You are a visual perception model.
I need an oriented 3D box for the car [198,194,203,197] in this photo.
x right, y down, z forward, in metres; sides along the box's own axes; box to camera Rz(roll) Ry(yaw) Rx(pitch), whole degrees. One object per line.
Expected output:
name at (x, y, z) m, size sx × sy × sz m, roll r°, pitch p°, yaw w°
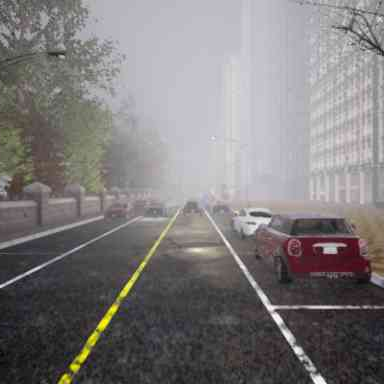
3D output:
car at (0.118, 1.433, 47.776) m, size 2.033 × 1.411 × 5.357 m, roll 0°, pitch 0°, yaw 0°

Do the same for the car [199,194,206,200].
car at (2.757, 1.269, 88.361) m, size 1.967 × 1.590 × 4.097 m, roll 0°, pitch 0°, yaw 0°

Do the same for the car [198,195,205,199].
car at (2.760, 1.406, 93.992) m, size 1.802 × 1.307 × 4.206 m, roll 0°, pitch 0°, yaw 0°

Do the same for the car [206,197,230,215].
car at (2.715, 1.469, 32.038) m, size 2.008 × 1.369 × 4.403 m, roll 0°, pitch 0°, yaw 0°

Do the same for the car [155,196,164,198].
car at (-5.653, 1.428, 48.941) m, size 1.887 × 1.381 × 4.507 m, roll 0°, pitch 0°, yaw 0°

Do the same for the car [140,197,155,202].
car at (-5.661, 1.451, 37.677) m, size 1.887 × 1.381 × 4.507 m, roll 0°, pitch 0°, yaw 0°

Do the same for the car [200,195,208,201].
car at (2.749, 1.424, 77.096) m, size 1.802 × 1.307 × 4.206 m, roll 0°, pitch 0°, yaw 0°

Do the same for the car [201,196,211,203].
car at (2.740, 1.439, 65.831) m, size 1.802 × 1.307 × 4.206 m, roll 0°, pitch 0°, yaw 0°

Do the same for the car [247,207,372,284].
car at (3.120, 1.325, 9.628) m, size 2.097 × 1.767 × 4.553 m, roll 0°, pitch 0°, yaw 0°

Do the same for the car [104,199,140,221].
car at (-5.670, 1.476, 26.412) m, size 1.887 × 1.381 × 4.507 m, roll 0°, pitch 0°, yaw 0°

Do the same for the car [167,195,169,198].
car at (-5.645, 1.391, 60.036) m, size 1.752 × 1.417 × 4.829 m, roll 0°, pitch 0°, yaw 0°

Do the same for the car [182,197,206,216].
car at (0.081, 1.445, 31.403) m, size 1.812 × 1.442 × 4.674 m, roll 0°, pitch 0°, yaw 1°

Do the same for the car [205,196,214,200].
car at (2.719, 1.487, 37.671) m, size 1.802 × 1.307 × 4.206 m, roll 0°, pitch 0°, yaw 0°

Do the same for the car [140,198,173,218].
car at (-3.073, 1.488, 29.594) m, size 1.994 × 1.385 × 4.181 m, roll 0°, pitch 0°, yaw 0°

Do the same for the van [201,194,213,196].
van at (2.732, 1.214, 54.568) m, size 1.690 × 1.788 × 3.998 m, roll 0°, pitch 0°, yaw 0°

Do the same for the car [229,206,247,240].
car at (3.161, 1.481, 16.658) m, size 1.812 × 1.442 × 4.674 m, roll 0°, pitch 0°, yaw 0°

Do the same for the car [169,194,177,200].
car at (-5.623, 1.395, 88.367) m, size 1.947 × 1.339 × 4.313 m, roll 0°, pitch 0°, yaw 0°

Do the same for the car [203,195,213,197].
car at (2.723, 1.476, 43.303) m, size 1.802 × 1.307 × 4.206 m, roll 0°, pitch 0°, yaw 0°
